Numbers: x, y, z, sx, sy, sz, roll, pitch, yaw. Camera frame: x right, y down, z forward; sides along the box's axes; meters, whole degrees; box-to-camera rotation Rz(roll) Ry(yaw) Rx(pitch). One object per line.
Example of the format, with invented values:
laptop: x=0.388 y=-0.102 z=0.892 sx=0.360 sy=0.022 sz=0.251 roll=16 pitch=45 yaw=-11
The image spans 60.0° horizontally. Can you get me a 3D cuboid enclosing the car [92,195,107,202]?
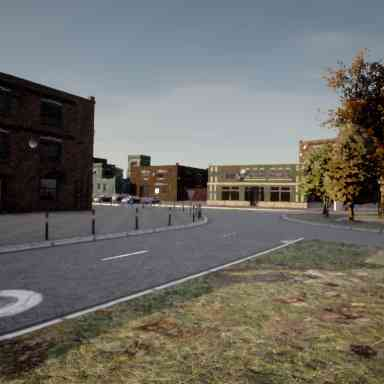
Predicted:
car: x=-19.803 y=1.393 z=74.420 sx=2.185 sy=1.767 sz=4.553 roll=2 pitch=-1 yaw=32

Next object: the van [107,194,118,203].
van: x=-15.283 y=1.412 z=71.396 sx=1.878 sy=1.987 sz=4.442 roll=1 pitch=-1 yaw=32

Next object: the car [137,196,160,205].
car: x=-8.188 y=1.825 z=67.016 sx=2.163 sy=1.488 sz=4.792 roll=1 pitch=-1 yaw=32

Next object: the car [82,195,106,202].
car: x=-22.282 y=1.449 z=75.937 sx=2.097 sy=1.535 sz=5.008 roll=2 pitch=-1 yaw=32

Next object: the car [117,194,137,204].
car: x=-12.748 y=1.573 z=69.969 sx=2.185 sy=1.767 sz=4.553 roll=1 pitch=-1 yaw=32
